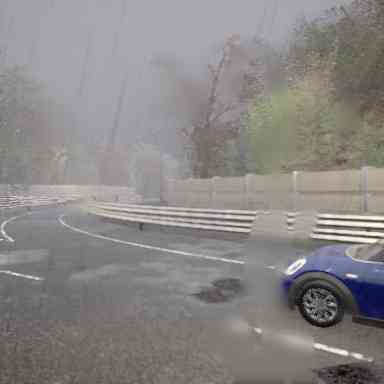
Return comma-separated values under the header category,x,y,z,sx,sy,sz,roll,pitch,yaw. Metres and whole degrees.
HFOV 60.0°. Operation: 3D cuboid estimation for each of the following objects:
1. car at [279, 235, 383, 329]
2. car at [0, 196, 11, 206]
category,x,y,z,sx,sy,sz,roll,pitch,yaw
car,3.787,1.301,5.371,4.553,1.767,2.097,0,1,35
car,-25.696,1.339,43.480,1.837,1.490,4.892,0,0,39
